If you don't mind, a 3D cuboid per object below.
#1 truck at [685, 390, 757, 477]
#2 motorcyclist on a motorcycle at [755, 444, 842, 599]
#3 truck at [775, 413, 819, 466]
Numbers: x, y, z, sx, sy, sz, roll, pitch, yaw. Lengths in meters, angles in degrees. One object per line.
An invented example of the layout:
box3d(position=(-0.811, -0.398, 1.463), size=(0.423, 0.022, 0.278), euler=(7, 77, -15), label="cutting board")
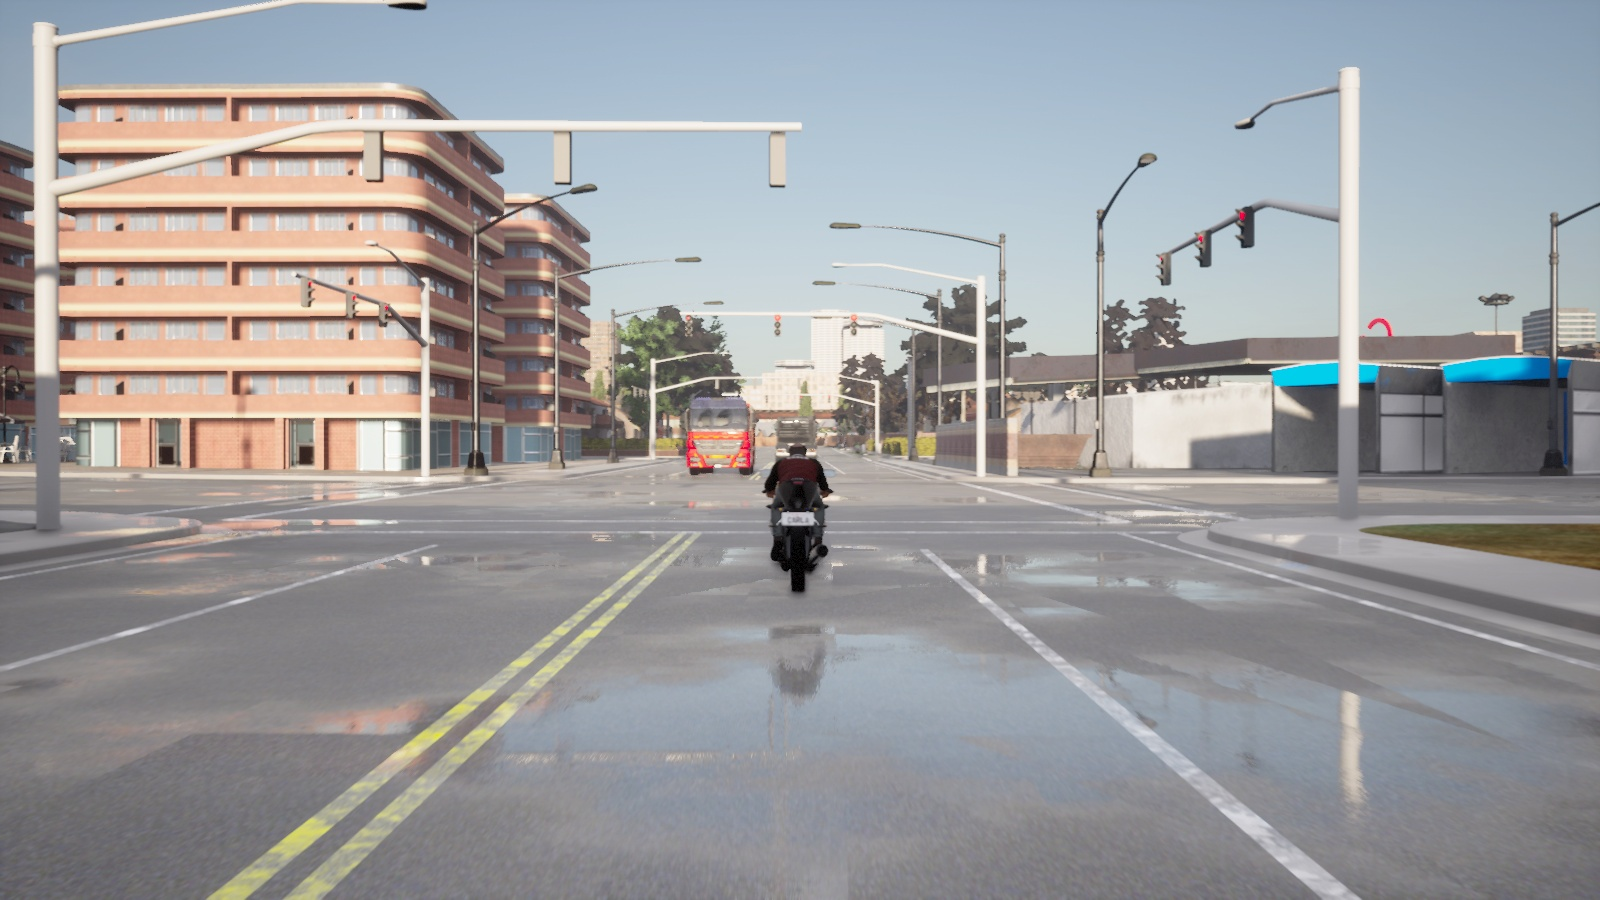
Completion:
box3d(position=(-3.647, -0.762, 59.864), size=(2.891, 3.827, 8.468), euler=(0, 0, 0), label="truck")
box3d(position=(-0.019, 0.704, 13.543), size=(0.866, 1.530, 2.191), euler=(0, 1, 0), label="motorcyclist on a motorcycle")
box3d(position=(-0.219, -0.724, 85.712), size=(2.891, 3.462, 7.936), euler=(0, 0, 0), label="truck")
